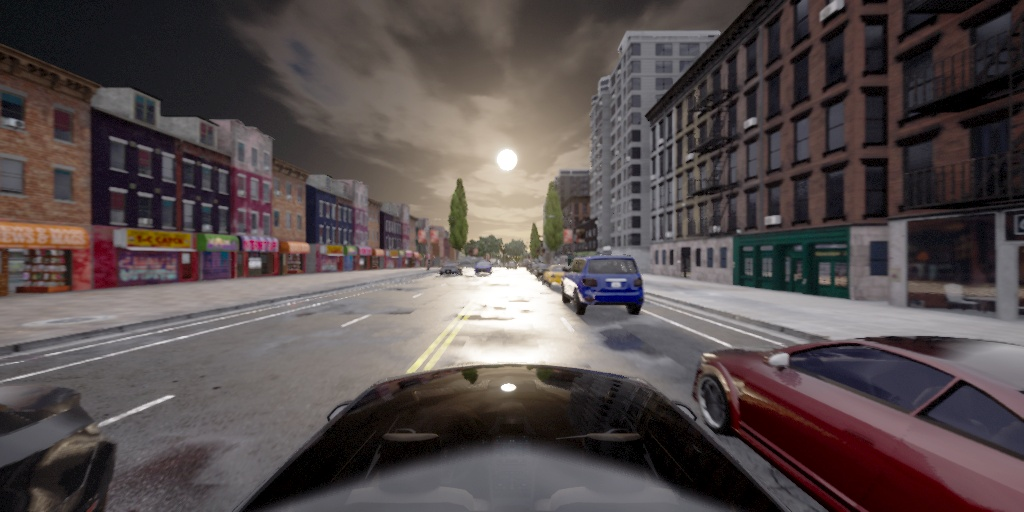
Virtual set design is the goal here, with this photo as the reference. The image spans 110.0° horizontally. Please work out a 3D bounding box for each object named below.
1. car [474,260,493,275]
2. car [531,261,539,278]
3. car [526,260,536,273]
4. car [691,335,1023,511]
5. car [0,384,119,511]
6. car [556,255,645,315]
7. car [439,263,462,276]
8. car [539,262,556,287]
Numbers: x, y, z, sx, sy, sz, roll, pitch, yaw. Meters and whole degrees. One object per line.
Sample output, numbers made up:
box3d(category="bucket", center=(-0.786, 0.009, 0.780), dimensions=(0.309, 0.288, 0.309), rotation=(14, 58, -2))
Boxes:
box3d(category="car", center=(-3.342, 1.380, 42.468), dimensions=(1.882, 1.535, 5.008), rotation=(0, -1, 0))
box3d(category="car", center=(3.244, 1.452, 35.873), dimensions=(1.895, 1.301, 4.718), rotation=(0, 0, 0))
box3d(category="car", center=(3.242, 1.495, 46.846), dimensions=(2.033, 1.411, 5.357), rotation=(0, -1, 0))
box3d(category="car", center=(3.250, 1.316, 2.839), dimensions=(1.994, 1.385, 4.181), rotation=(0, 0, 0))
box3d(category="car", center=(-3.349, 1.256, 0.109), dimensions=(1.837, 1.490, 4.892), rotation=(0, 0, 0))
box3d(category="car", center=(3.248, 0.998, 13.871), dimensions=(2.150, 2.045, 5.566), rotation=(0, 0, 0))
box3d(category="car", center=(-6.593, 1.437, 39.016), dimensions=(1.994, 1.385, 4.181), rotation=(0, 0, 0))
box3d(category="car", center=(3.222, 1.261, 25.116), dimensions=(1.801, 1.575, 5.366), rotation=(0, 0, -1))
